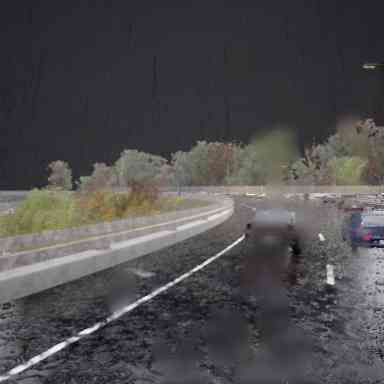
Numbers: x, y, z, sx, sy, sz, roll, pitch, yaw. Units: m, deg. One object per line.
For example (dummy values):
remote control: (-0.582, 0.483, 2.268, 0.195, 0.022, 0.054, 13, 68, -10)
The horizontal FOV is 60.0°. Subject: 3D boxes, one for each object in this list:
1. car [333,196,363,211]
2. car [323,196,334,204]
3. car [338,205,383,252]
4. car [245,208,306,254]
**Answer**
car: (16.249, 1.341, 34.255, 1.994, 1.385, 4.181, 0, 0, 13)
car: (22.714, 1.242, 54.365, 1.895, 1.301, 4.718, 0, 0, 27)
car: (6.994, 1.442, 12.932, 1.812, 1.442, 4.674, 0, 0, 19)
car: (3.397, 1.384, 13.198, 1.882, 1.535, 5.008, 0, 1, 20)
